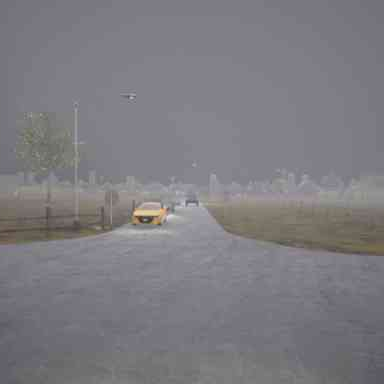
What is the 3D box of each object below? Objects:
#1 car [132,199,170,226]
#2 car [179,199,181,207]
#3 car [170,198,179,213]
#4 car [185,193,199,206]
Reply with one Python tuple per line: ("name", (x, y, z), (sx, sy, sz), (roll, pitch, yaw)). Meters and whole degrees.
("car", (-2.880, 1.482, 23.412), (1.882, 1.535, 5.008), (0, 0, 1))
("car", (-2.802, 1.588, 51.637), (1.994, 1.385, 4.181), (0, 0, 0))
("car", (-2.836, 1.502, 36.629), (2.128, 1.511, 4.902), (0, 0, 0))
("car", (0.019, 1.252, 55.383), (2.150, 2.045, 5.566), (0, 0, 0))
